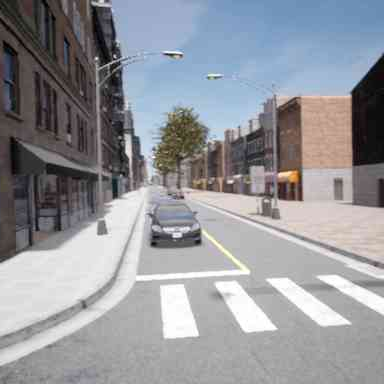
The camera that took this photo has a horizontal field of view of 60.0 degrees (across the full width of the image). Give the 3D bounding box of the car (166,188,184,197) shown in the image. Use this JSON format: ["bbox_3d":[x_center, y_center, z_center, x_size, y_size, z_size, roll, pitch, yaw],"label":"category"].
[{"bbox_3d":[-2.168,0.281,47.202,2.033,1.411,5.357,-2,2,-6],"label":"car"}]

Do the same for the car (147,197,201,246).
[{"bbox_3d":[-0.820,1.160,13.634,1.812,1.442,4.674,-2,2,-8],"label":"car"}]

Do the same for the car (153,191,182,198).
[{"bbox_3d":[-2.150,0.924,23.949,2.033,1.411,5.357,-2,2,-7],"label":"car"}]

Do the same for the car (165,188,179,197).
[{"bbox_3d":[-3.474,0.050,57.398,1.994,1.385,4.181,-2,2,-7],"label":"car"}]
